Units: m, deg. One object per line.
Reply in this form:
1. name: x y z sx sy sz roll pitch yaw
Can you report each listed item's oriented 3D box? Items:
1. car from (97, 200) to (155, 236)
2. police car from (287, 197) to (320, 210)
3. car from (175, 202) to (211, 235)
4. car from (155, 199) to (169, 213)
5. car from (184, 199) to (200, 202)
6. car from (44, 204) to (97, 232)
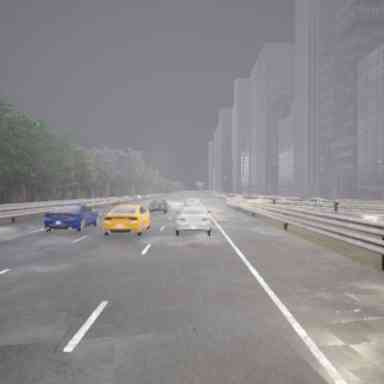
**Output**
1. car: -3.441 1.441 18.328 1.882 1.535 5.008 0 0 0
2. police car: 13.864 1.431 41.920 1.930 1.638 5.238 0 0 -17
3. car: 0.057 1.487 18.402 1.812 1.442 4.674 0 0 0
4. car: -3.476 1.485 35.353 2.033 1.411 5.357 0 0 0
5. car: 0.020 1.458 36.916 1.812 1.442 4.674 0 0 0
6. car: -6.941 1.441 19.717 1.882 1.535 5.008 0 0 0
